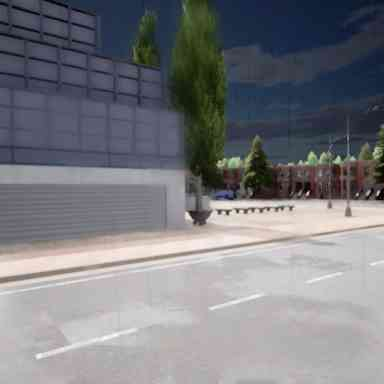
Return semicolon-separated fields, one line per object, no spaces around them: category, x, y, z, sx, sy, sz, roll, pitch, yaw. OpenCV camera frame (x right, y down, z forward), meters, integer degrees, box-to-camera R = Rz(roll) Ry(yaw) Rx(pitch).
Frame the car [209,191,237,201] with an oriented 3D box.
car;6.021;0.740;65.645;5.566;2.045;2.150;0;1;27
